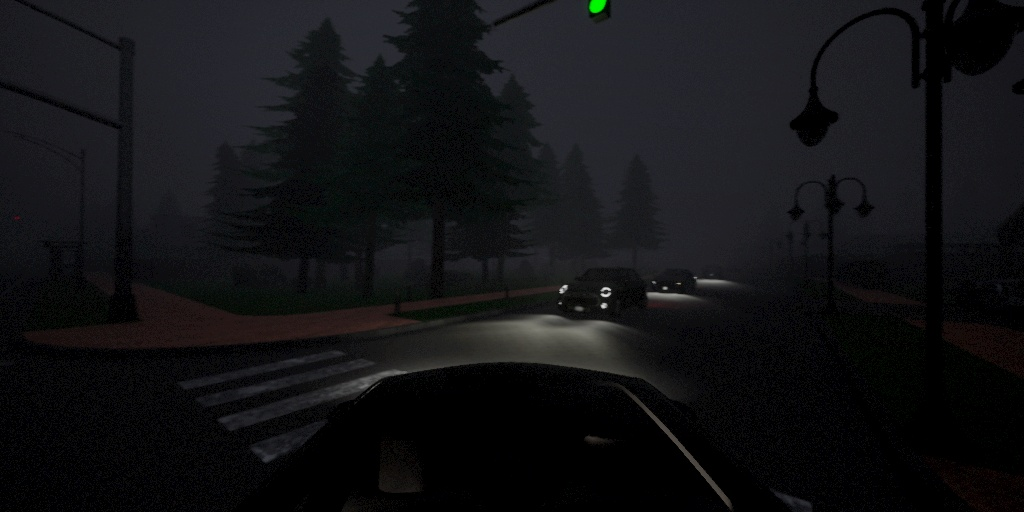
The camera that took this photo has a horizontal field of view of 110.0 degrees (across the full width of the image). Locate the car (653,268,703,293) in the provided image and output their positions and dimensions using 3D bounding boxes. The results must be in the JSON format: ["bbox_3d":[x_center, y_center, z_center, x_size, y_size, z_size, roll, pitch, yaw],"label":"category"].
[{"bbox_3d":[10.569,1.526,23.137,2.033,1.411,5.357,0,-1,37],"label":"car"}]

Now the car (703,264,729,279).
[{"bbox_3d":[21.487,1.660,38.212,2.128,1.511,4.902,0,-1,33],"label":"car"}]

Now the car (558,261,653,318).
[{"bbox_3d":[3.605,1.212,13.850,2.097,1.767,4.553,0,-1,37],"label":"car"}]
